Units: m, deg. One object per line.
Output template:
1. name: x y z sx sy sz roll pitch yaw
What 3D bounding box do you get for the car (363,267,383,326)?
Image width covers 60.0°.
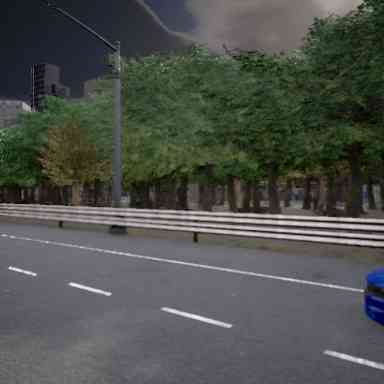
1. car: 5.125 1.496 4.512 5.008 1.535 1.882 0 0 36
